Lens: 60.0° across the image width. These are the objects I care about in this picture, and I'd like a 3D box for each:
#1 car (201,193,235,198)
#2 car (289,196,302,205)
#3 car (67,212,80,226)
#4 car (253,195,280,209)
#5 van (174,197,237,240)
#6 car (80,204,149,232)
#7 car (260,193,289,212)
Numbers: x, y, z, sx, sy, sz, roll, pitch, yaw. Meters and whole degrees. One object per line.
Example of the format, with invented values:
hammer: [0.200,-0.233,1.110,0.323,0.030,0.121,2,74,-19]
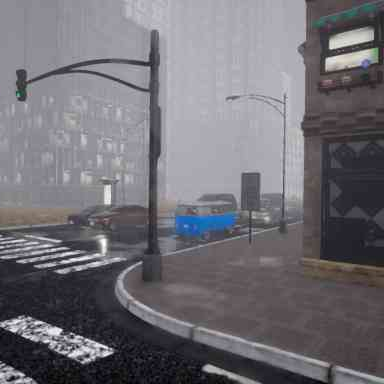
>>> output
car: [1.863,1.143,28.524,2.150,2.045,5.566,1,1,36]
car: [16.299,1.364,53.326,1.752,1.417,4.829,1,1,35]
car: [-6.033,1.467,21.893,1.947,1.339,4.313,1,1,35]
car: [9.989,1.293,44.443,1.967,1.590,4.097,1,1,35]
van: [0.802,1.368,17.037,1.690,1.788,3.998,1,1,35]
car: [-4.091,1.466,20.149,1.812,1.442,4.674,1,1,37]
car: [8.826,1.124,38.285,2.150,2.045,5.566,1,1,37]
